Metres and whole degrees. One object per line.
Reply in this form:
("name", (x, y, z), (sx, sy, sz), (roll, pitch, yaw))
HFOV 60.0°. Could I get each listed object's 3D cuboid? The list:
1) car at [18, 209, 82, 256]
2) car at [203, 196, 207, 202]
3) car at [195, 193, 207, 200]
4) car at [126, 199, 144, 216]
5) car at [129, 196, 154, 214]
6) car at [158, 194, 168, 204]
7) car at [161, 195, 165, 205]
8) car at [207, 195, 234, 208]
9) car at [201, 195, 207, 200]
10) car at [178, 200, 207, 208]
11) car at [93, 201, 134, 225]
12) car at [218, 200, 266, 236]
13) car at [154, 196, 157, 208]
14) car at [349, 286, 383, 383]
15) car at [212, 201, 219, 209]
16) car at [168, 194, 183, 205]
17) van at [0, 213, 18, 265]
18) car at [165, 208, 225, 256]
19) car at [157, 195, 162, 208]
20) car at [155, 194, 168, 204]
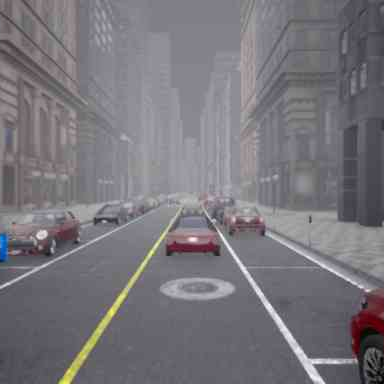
("car", (-5.758, 1.440, 12.857), (1.967, 1.590, 4.097), (0, 0, 0))
("car", (2.771, 1.551, 40.869), (2.008, 1.369, 4.403), (0, 0, 0))
("car", (2.403, 1.232, 73.794), (2.150, 2.045, 5.566), (0, 0, 0))
("car", (-5.756, 1.582, 29.662), (1.802, 1.307, 4.206), (0, 0, 0))
("car", (-5.754, 1.316, 35.263), (2.192, 1.841, 5.009), (0, 0, 0))
("car", (-5.752, 1.443, 57.671), (1.967, 1.590, 4.097), (0, 0, 0))
("car", (-5.753, 1.568, 52.069), (1.947, 1.339, 4.313), (0, 0, 0))
("car", (2.770, 1.315, 29.664), (2.192, 1.841, 5.009), (0, 0, 0))
("car", (2.772, 1.546, 52.073), (1.887, 1.381, 4.507), (0, 0, 0))
("car", (0.041, 1.601, 27.301), (1.895, 1.301, 4.718), (0, 0, 0))
("car", (-5.757, 1.566, 24.060), (1.947, 1.339, 4.313), (0, 0, 0))
("car", (2.768, 1.440, 18.460), (1.967, 1.590, 4.097), (0, 0, 0))
("car", (-5.754, 1.526, 40.696), (1.752, 1.417, 4.829), (0, 0, 0))
("car", (2.767, 1.315, 1.653), (2.192, 1.841, 5.009), (0, 0, 0))
("car", (2.769, 1.566, 24.062), (1.947, 1.339, 4.313), (0, 0, 0))
("car", (-3.050, 1.507, 58.061), (1.837, 1.490, 4.892), (0, 0, 1))
("van", (-5.758, 1.341, 7.255), (1.690, 1.788, 3.998), (0, 0, 0))
("car", (0.050, 1.565, 13.178), (1.994, 1.385, 4.181), (0, 0, 1))
("car", (-5.754, 1.552, 46.467), (2.008, 1.369, 4.403), (0, 0, 0))
("car", (-5.750, 1.318, 63.272), (2.192, 1.841, 5.009), (0, 0, 0))
